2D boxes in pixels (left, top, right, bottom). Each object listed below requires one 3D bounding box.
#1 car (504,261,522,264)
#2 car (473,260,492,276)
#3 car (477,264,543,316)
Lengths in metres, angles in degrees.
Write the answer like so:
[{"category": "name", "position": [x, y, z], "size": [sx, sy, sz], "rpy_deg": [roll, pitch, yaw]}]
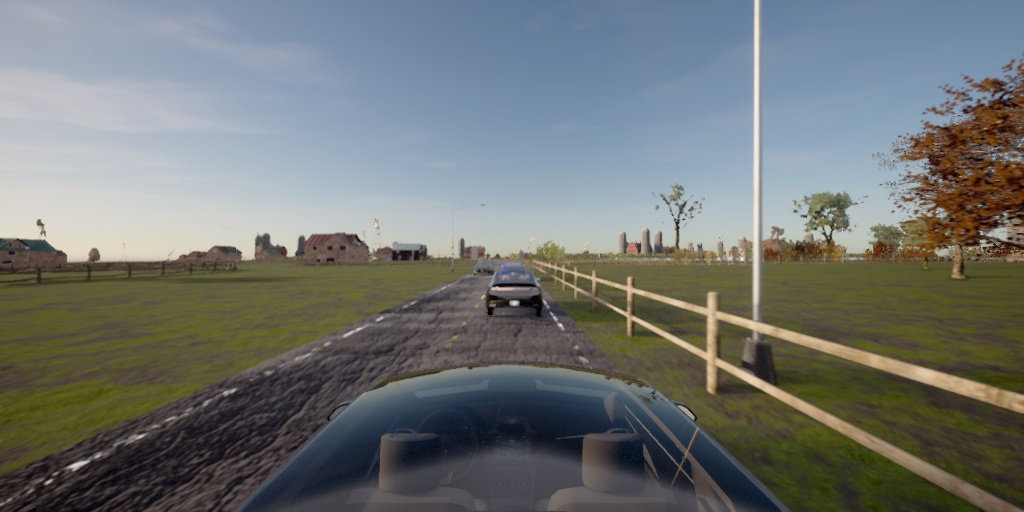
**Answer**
[{"category": "car", "position": [0.088, 1.147, 29.859], "size": [1.882, 1.535, 5.008], "rpy_deg": [0, 0, 0]}, {"category": "car", "position": [-2.836, 1.157, 36.462], "size": [1.837, 1.490, 4.892], "rpy_deg": [0, 0, 0]}, {"category": "car", "position": [0.083, 1.206, 13.204], "size": [2.128, 1.511, 4.902], "rpy_deg": [0, 0, 0]}]
